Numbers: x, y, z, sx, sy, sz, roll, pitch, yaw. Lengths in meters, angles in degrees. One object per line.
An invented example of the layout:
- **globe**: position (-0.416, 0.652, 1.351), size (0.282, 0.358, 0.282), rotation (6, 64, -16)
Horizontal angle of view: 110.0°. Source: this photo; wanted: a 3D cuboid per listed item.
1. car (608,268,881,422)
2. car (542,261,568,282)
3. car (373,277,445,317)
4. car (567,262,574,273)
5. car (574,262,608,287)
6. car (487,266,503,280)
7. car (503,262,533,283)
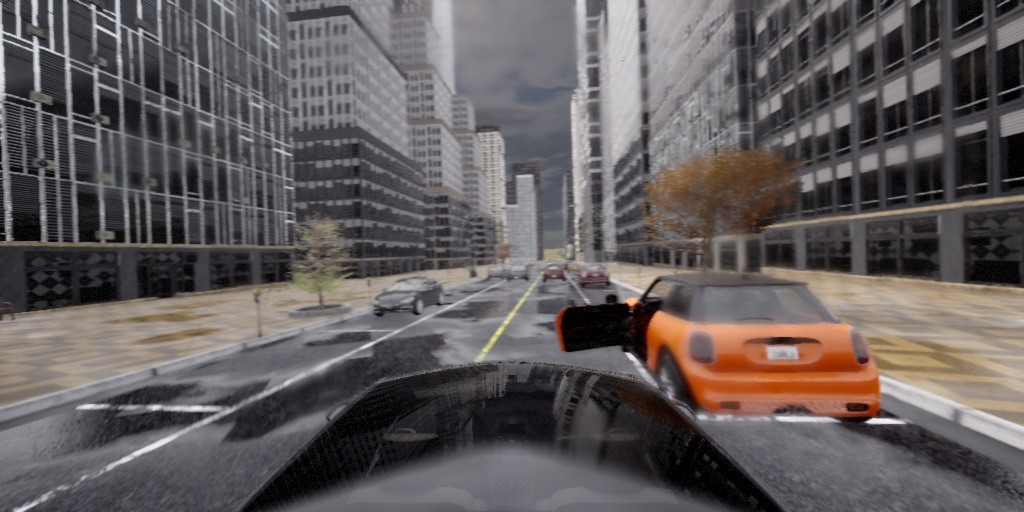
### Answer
- **car**: position (3.072, 1.043, 5.861), size (2.097, 1.767, 4.553), rotation (-2, -1, 7)
- **car**: position (3.652, 1.441, 31.019), size (1.812, 1.442, 4.674), rotation (-2, 0, 7)
- **car**: position (-4.013, 1.550, 14.632), size (2.007, 1.370, 4.403), rotation (0, 0, 7)
- **car**: position (8.208, 1.459, 47.365), size (1.751, 1.417, 4.829), rotation (0, 0, 7)
- **car**: position (5.602, 1.233, 24.846), size (1.967, 1.591, 4.097), rotation (0, 0, 7)
- **car**: position (-1.426, 1.686, 36.982), size (2.007, 1.370, 4.403), rotation (0, 0, 7)
- **car**: position (0.631, 1.549, 32.327), size (1.812, 1.442, 4.674), rotation (-2, -1, 7)
